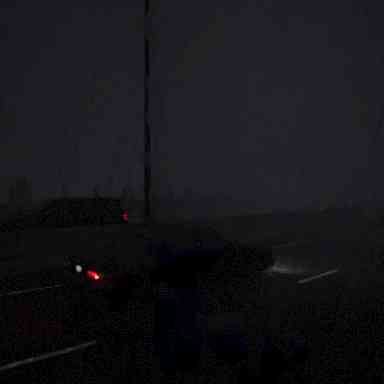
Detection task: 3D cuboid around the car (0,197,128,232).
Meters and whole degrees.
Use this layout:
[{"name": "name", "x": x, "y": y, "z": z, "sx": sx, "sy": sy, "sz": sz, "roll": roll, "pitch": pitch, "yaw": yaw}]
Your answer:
[{"name": "car", "x": -5.273, "y": 1.253, "z": 13.364, "sx": 5.566, "sy": 2.045, "sz": 2.150, "roll": 0, "pitch": 0, "yaw": -38}]

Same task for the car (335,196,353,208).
[{"name": "car", "x": 21.603, "y": 1.347, "z": 47.262, "sx": 2.097, "sy": 1.767, "sz": 4.553, "roll": 0, "pitch": 0, "yaw": 25}]

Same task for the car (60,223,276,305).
[{"name": "car", "x": -0.280, "y": 1.559, "z": 8.129, "sx": 5.357, "sy": 1.411, "sz": 2.033, "roll": 0, "pitch": 0, "yaw": -39}]

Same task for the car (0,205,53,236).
[{"name": "car", "x": -10.471, "y": 1.543, "z": 18.214, "sx": 4.902, "sy": 1.511, "sz": 2.128, "roll": 0, "pitch": 0, "yaw": -38}]

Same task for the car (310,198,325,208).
[{"name": "car", "x": 18.484, "y": 1.554, "z": 48.719, "sx": 2.033, "sy": 1.411, "sz": 5.357, "roll": 0, "pitch": 0, "yaw": 26}]

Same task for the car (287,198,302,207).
[{"name": "car", "x": 16.071, "y": 1.564, "z": 51.823, "sx": 2.033, "sy": 1.411, "sz": 5.357, "roll": 0, "pitch": 0, "yaw": 24}]

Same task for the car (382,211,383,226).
[{"name": "car", "x": 14.178, "y": 1.492, "z": 22.347, "sx": 1.837, "sy": 1.490, "sz": 4.892, "roll": 0, "pitch": 0, "yaw": 40}]

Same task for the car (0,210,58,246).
[{"name": "car", "x": -8.623, "y": 1.607, "z": 15.247, "sx": 4.181, "sy": 1.385, "sz": 1.994, "roll": 0, "pitch": 0, "yaw": -38}]
